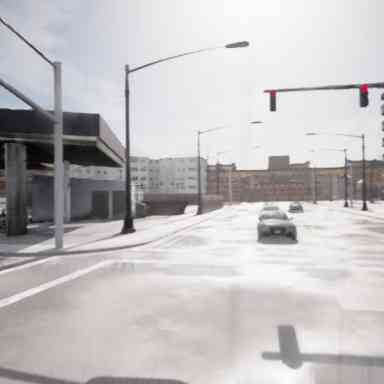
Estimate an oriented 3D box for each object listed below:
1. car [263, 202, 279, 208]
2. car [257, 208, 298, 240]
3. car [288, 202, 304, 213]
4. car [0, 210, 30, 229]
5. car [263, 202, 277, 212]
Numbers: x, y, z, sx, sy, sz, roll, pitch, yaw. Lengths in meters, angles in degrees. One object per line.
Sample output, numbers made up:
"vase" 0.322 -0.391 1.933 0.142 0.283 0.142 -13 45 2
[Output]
"car" 7.240 1.952 30.095 1.812 1.442 4.674 -1 -1 12
"car" 4.675 1.826 18.500 1.994 1.385 4.181 -1 -1 12
"car" 14.670 2.159 46.864 2.033 1.411 5.357 -1 -1 13
"car" -14.972 2.129 26.275 3.806 1.475 1.970 -1 -1 14
"car" 12.223 2.286 52.217 2.033 1.411 5.357 -1 -1 13
